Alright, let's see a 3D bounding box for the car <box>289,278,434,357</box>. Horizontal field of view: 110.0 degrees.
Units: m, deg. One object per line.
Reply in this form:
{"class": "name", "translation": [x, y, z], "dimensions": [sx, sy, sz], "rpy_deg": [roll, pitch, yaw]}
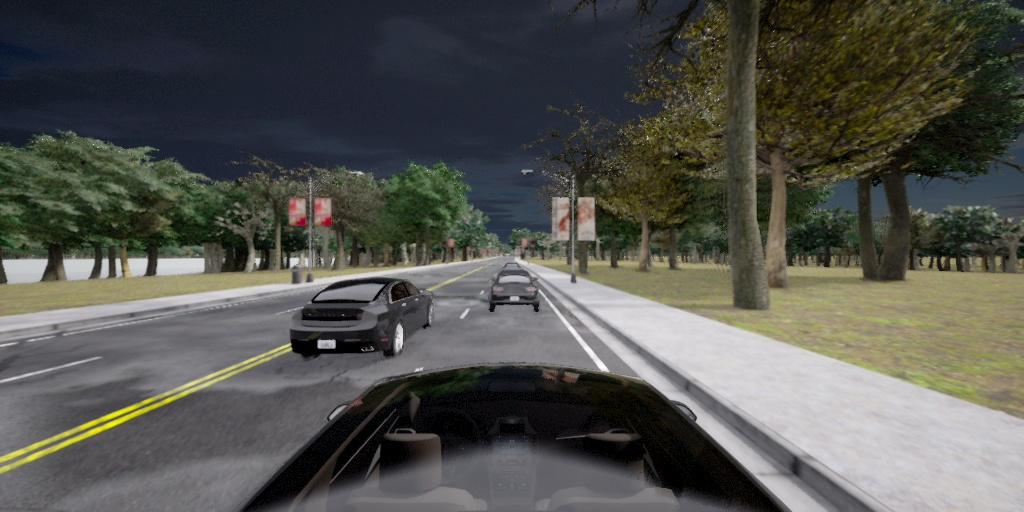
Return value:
{"class": "car", "translation": [-3.154, 1.256, 8.519], "dimensions": [1.837, 1.490, 4.892], "rpy_deg": [0, 0, 0]}

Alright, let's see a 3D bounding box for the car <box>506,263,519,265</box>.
{"class": "car", "translation": [0.008, 1.326, 34.894], "dimensions": [1.994, 1.385, 4.181], "rpy_deg": [0, 0, 0]}

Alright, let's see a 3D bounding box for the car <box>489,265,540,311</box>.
{"class": "car", "translation": [0.088, 1.279, 14.408], "dimensions": [1.812, 1.442, 4.674], "rpy_deg": [0, 0, 0]}
